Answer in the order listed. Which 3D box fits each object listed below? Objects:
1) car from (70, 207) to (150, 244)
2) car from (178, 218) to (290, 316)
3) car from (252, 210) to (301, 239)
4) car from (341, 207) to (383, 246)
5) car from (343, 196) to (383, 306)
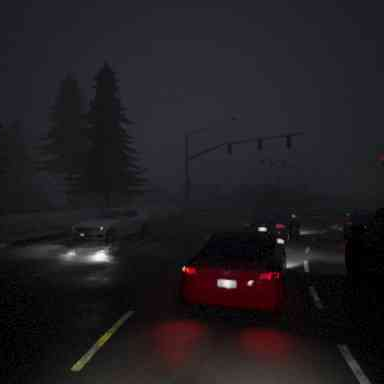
[{"bbox_3d":[-3.666,1.477,15.831,1.812,1.442,4.674,0,0,21],"label":"car"},{"bbox_3d":[1.134,1.540,7.657,1.994,1.385,4.181,0,0,16],"label":"car"},{"bbox_3d":[3.800,1.515,15.626,1.994,1.385,4.181,0,0,26],"label":"car"},{"bbox_3d":[8.379,1.514,15.884,1.994,1.385,4.181,0,0,28],"label":"car"},{"bbox_3d":[4.306,1.203,5.824,2.150,2.045,5.566,0,0,14],"label":"car"}]
